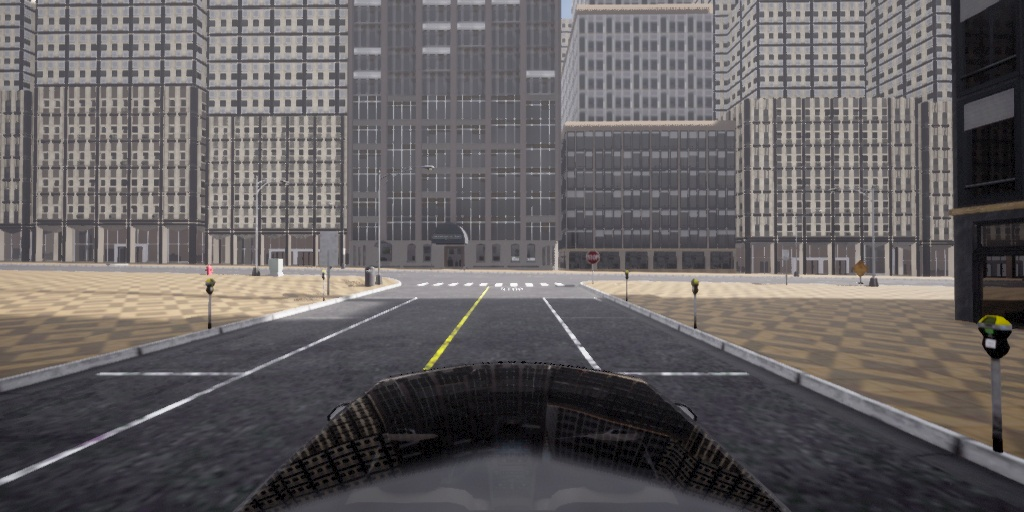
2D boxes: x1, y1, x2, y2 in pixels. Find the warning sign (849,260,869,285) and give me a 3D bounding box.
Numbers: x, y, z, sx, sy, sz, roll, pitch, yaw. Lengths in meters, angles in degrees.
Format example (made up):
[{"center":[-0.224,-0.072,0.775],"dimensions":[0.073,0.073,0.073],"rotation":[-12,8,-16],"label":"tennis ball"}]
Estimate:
[{"center":[26.598,1.246,27.348],"dimensions":[1.060,1.860,1.300],"rotation":[0,0,1],"label":"warning sign"}]
